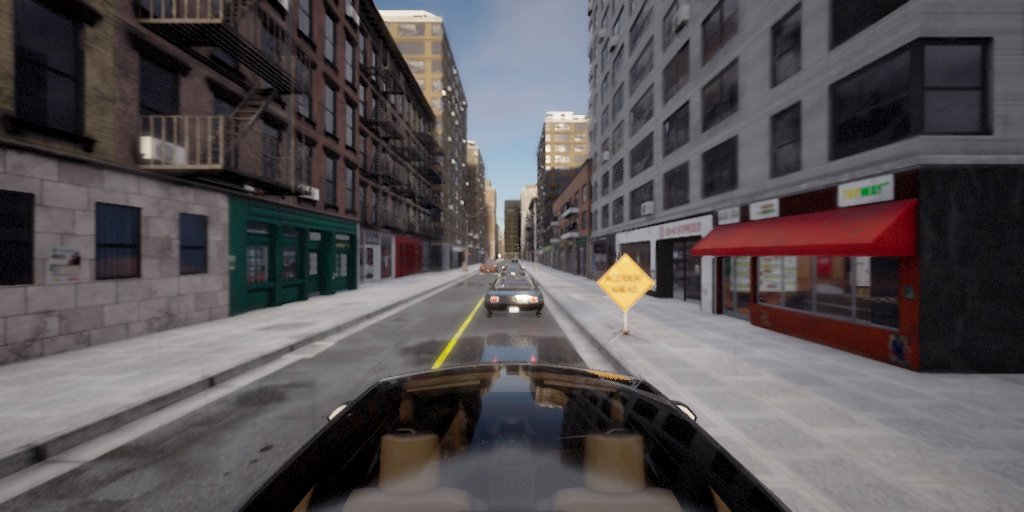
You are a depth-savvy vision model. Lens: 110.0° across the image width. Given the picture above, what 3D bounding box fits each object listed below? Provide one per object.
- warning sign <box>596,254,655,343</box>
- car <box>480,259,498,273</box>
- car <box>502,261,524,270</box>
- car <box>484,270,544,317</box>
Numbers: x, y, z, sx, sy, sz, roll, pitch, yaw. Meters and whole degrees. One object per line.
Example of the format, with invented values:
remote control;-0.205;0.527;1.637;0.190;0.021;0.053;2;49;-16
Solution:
warning sign;2.517;0.878;8.007;1.300;1.860;1.060;0;0;0
car;-2.838;1.180;44.650;2.097;1.767;4.553;0;0;0
car;0.087;1.371;30.503;1.994;1.385;4.181;0;0;0
car;0.083;1.375;13.262;1.895;1.301;4.718;0;0;0
